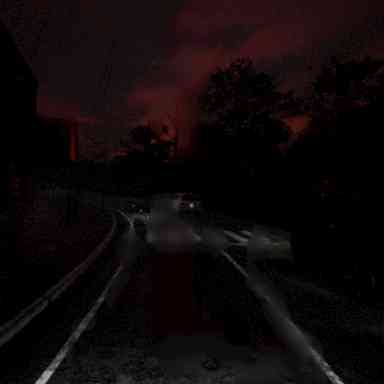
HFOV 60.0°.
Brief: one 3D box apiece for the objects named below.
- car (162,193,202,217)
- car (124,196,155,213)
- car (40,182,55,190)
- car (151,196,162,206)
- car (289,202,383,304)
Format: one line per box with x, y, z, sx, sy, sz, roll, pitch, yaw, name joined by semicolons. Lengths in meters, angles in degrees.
-0.767;1.084;29.518;2.150;2.045;5.566;1;1;-16;car
-5.331;1.315;32.250;1.895;1.301;4.718;1;1;-20;car
-31.777;-1.468;73.180;2.097;1.767;4.553;3;2;-41;car
-4.549;1.153;40.270;2.033;1.411;5.357;2;1;-24;car
4.349;1.256;8.394;2.150;2.045;5.566;1;0;-4;car
